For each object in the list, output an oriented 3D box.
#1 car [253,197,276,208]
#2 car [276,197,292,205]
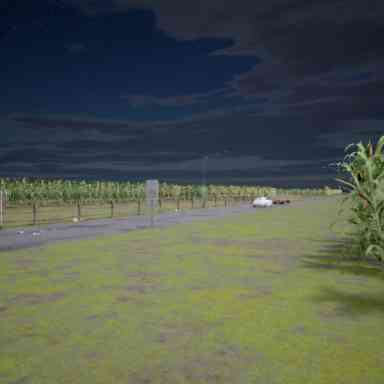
[{"bbox_3d":[10.388,1.475,48.646,1.812,1.442,4.674,1,0,31],"label":"car"},{"bbox_3d":[15.641,1.540,57.352,1.895,1.301,4.718,1,0,35],"label":"car"}]
